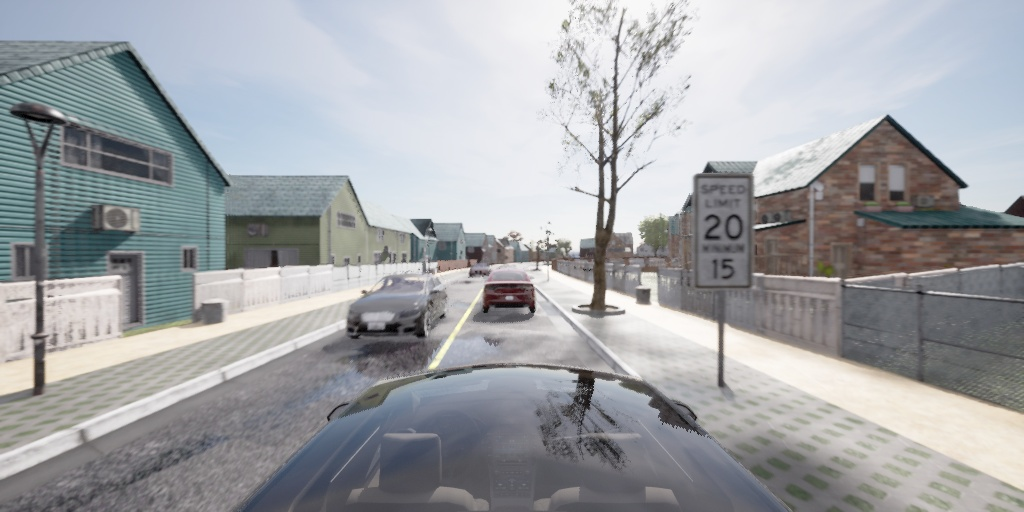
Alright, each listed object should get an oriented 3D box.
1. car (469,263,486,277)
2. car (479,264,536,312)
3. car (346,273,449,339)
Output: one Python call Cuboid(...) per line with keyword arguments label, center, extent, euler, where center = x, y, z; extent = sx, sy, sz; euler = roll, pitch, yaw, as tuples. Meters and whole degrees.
Cuboid(label="car", center=(-3.184, 1.429, 36.486), extent=(1.994, 1.385, 4.181), euler=(0, 0, 1))
Cuboid(label="car", center=(-0.133, 1.250, 14.383), extent=(1.882, 1.535, 5.008), euler=(0, 0, -1))
Cuboid(label="car", center=(-2.984, 1.260, 10.228), extent=(2.128, 1.511, 4.902), euler=(0, 0, -1))
